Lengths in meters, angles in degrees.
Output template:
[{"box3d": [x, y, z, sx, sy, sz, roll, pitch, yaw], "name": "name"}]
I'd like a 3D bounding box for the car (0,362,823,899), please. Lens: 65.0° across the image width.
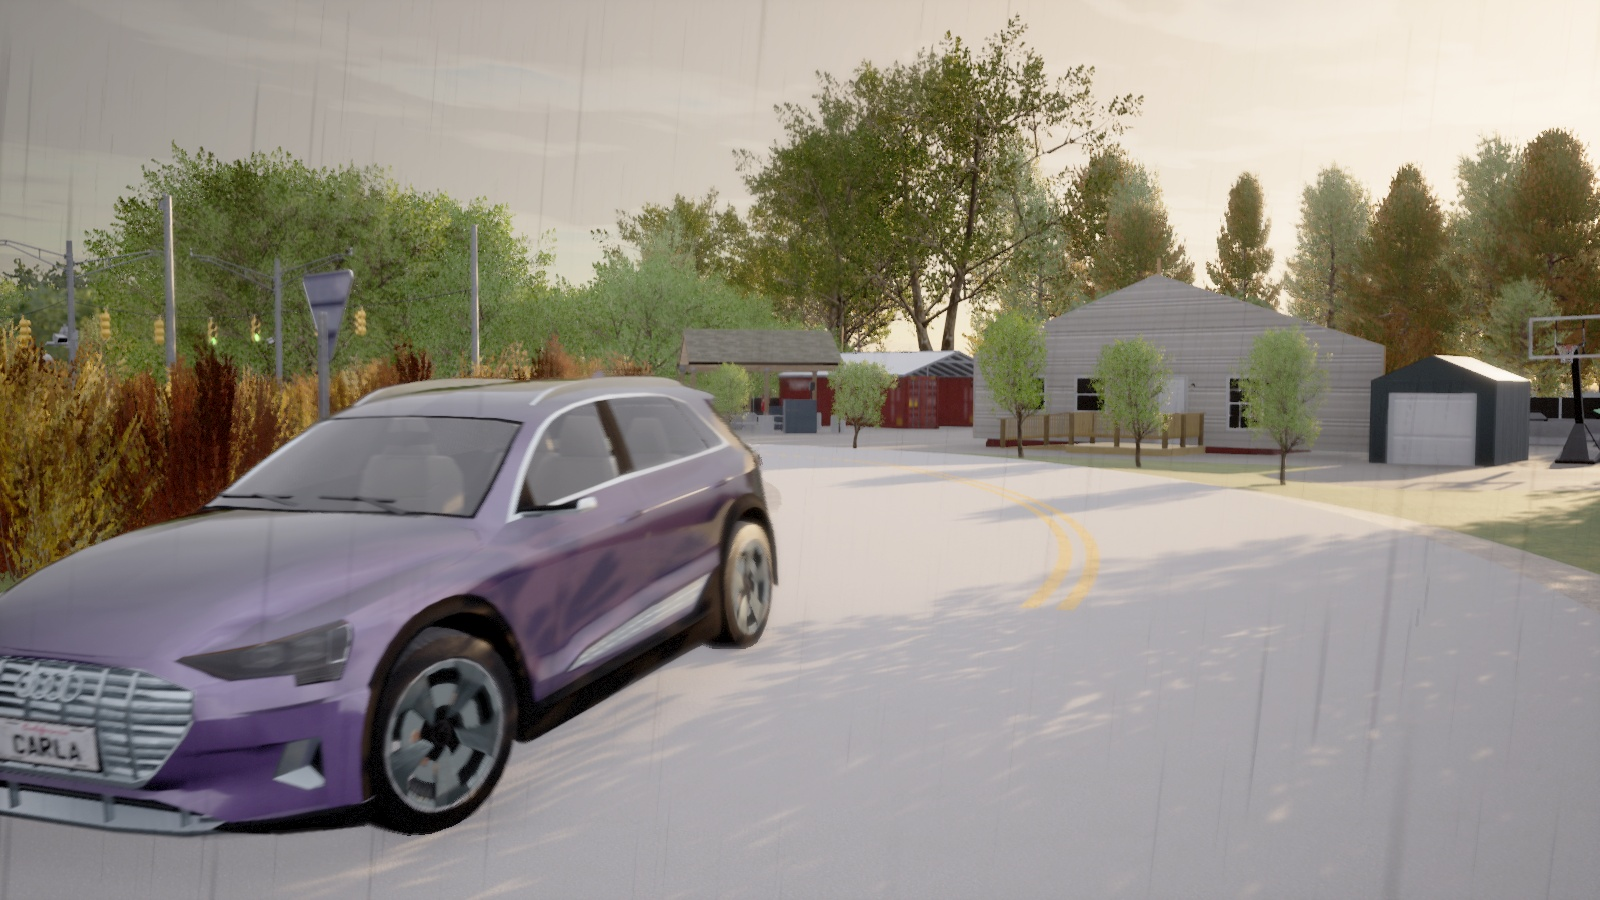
[{"box3d": [-1.672, 0.467, 6.336, 2.033, 1.649, 4.856, 1, 6, 21], "name": "car"}]
